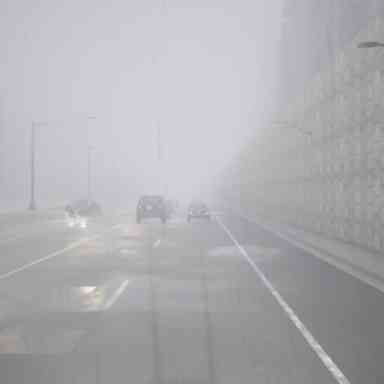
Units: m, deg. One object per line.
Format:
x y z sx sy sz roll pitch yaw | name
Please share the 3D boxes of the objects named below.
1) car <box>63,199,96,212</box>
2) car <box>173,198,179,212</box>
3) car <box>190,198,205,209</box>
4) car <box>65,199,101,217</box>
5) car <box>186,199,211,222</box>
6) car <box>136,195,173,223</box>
-13.361 1.558 39.879 2.033 1.411 5.357 0 0 1 | car
-2.896 1.590 36.808 2.033 1.411 5.357 0 0 1 | car
0.784 1.619 47.281 2.033 1.411 5.357 0 0 1 | car
-10.063 1.501 31.559 2.128 1.511 4.902 0 0 1 | car
0.532 1.588 26.851 2.033 1.411 5.357 0 0 1 | car
-2.985 1.249 26.115 2.150 2.045 5.566 0 0 1 | car
